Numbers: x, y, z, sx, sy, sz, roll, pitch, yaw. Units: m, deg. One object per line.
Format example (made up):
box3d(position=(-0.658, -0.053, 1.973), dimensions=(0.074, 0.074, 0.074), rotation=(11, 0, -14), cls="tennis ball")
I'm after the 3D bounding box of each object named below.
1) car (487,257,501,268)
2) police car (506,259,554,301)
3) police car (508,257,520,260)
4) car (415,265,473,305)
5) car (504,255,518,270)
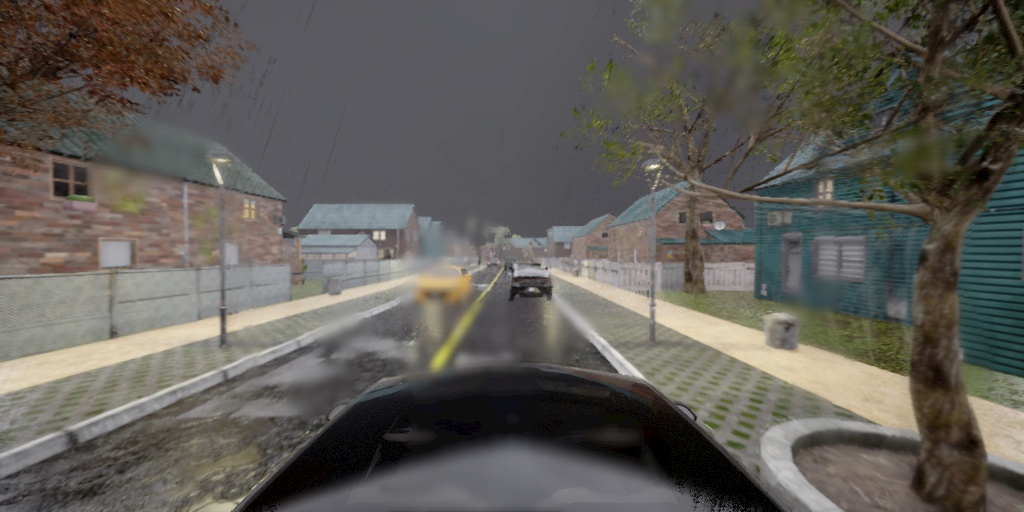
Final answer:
box3d(position=(-2.826, 1.023, 57.599), dimensions=(2.097, 1.767, 4.553), rotation=(0, 0, 0), cls="car")
box3d(position=(0.820, 1.131, 17.040), dimensions=(1.930, 1.638, 5.238), rotation=(0, 0, 0), cls="police car")
box3d(position=(0.816, 1.114, 27.042), dimensions=(1.930, 1.638, 5.238), rotation=(0, 0, 0), cls="police car")
box3d(position=(-2.853, 1.186, 15.890), dimensions=(1.882, 1.535, 5.008), rotation=(0, 0, 0), cls="car")
box3d(position=(-0.014, 0.892, 51.517), dimensions=(2.150, 2.045, 5.566), rotation=(0, 0, 0), cls="car")
